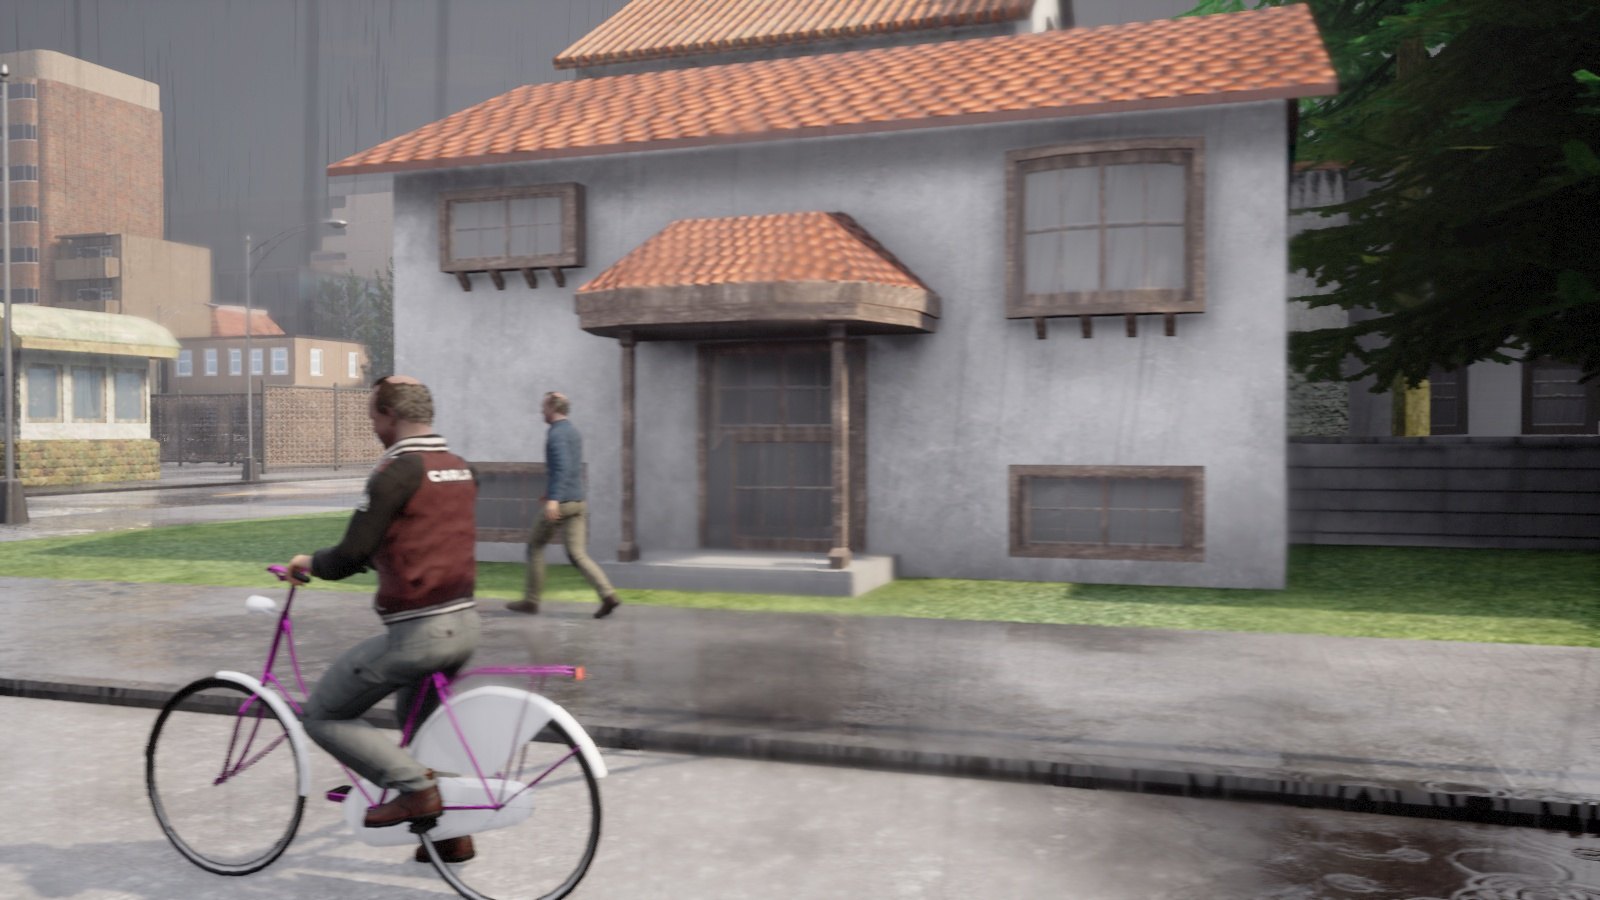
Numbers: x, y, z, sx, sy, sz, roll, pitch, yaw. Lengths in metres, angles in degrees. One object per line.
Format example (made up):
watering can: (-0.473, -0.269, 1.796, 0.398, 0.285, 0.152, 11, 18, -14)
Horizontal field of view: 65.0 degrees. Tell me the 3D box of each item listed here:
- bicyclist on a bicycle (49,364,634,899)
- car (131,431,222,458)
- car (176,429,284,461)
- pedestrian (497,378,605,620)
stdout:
bicyclist on a bicycle: (-1.549, 0.623, 4.251, 1.843, 1.776, 0.659, 1, 1, 18)
car: (-33.220, -0.306, 66.936, 4.181, 1.385, 1.994, 1, 1, 19)
car: (-27.634, -0.248, 60.889, 4.892, 1.490, 1.837, 1, 1, 21)
pedestrian: (-1.956, 0.371, 9.875, 0.726, 1.842, 0.402, 1, 1, 19)
